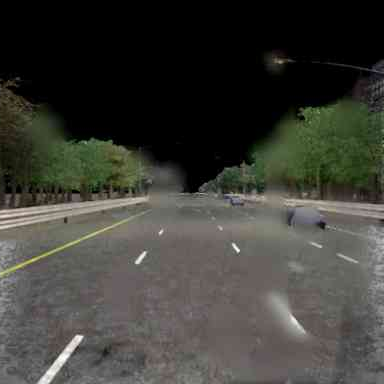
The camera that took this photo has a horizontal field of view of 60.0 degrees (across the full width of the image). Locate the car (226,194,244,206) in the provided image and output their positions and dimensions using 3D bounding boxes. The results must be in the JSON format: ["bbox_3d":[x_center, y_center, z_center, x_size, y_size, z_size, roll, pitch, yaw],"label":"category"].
[{"bbox_3d":[7.090,1.547,53.473,2.033,1.411,5.357,0,0,0],"label":"car"}]

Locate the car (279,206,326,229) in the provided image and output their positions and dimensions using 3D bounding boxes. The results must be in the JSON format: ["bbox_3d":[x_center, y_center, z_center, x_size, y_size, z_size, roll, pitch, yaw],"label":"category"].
[{"bbox_3d":[7.030,1.568,21.531,1.994,1.385,4.181,0,0,0],"label":"car"}]
